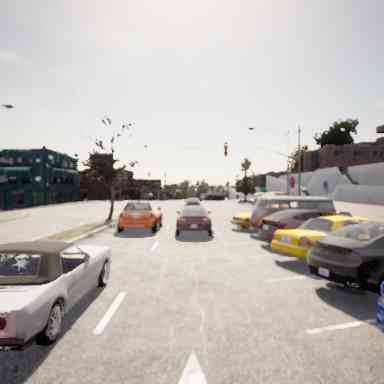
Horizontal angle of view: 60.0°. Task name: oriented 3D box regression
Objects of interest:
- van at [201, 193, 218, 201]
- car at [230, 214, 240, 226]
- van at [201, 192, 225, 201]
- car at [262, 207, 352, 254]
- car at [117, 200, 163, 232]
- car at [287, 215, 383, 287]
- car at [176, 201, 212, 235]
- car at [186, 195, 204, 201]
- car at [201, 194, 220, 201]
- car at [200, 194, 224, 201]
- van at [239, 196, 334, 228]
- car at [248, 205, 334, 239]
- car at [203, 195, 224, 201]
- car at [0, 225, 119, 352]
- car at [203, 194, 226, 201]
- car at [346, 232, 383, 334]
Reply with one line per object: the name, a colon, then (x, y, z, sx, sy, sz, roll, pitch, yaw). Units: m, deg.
van: (4.944, 1.407, 92.890, 4.442, 1.987, 1.878, 1, -1, -20)
car: (4.893, 1.413, 19.738, 5.366, 1.575, 1.946, 1, 0, -20)
van: (4.947, 0.979, 72.047, 4.442, 1.987, 1.878, 1, -1, -20)
car: (5.242, 1.443, 10.923, 5.366, 1.575, 1.946, 1, 0, -20)
car: (-2.903, 1.282, 19.478, 2.097, 1.767, 4.553, 0, 0, 0)
car: (5.062, 1.456, 7.876, 4.892, 1.521, 2.231, 1, 0, -20)
car: (0.100, 1.458, 18.117, 1.812, 1.442, 4.674, 0, 0, 0)
car: (0.095, 1.393, 37.233, 1.812, 1.442, 4.674, 0, 0, 0)
car: (5.081, 1.449, 89.963, 4.553, 1.767, 2.185, 1, -1, -20)
car: (4.878, 1.384, 80.952, 5.366, 1.575, 1.946, 1, -1, -20)
van: (4.961, 1.200, 16.779, 4.442, 1.987, 1.878, 1, 0, -20)
car: (5.093, 1.465, 13.853, 4.792, 1.488, 2.163, 1, 0, -20)
car: (5.054, 1.369, 78.039, 4.674, 1.452, 2.002, 1, -1, -20)
car: (-2.901, 1.570, 6.214, 1.895, 1.301, 4.718, 0, 0, 0)
car: (5.048, 1.308, 75.065, 4.674, 1.452, 2.002, 1, -2, -20)
car: (5.075, 1.467, 4.890, 5.008, 1.535, 2.097, 1, 1, -20)
